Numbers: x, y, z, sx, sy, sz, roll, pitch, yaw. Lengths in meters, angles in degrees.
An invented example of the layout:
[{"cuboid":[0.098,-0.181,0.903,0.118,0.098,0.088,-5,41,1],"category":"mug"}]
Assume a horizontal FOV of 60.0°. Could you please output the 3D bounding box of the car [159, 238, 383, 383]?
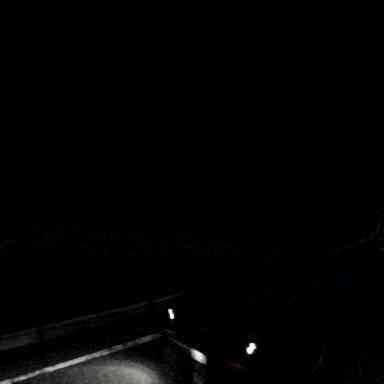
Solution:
[{"cuboid":[2.077,1.552,5.687,5.357,1.411,2.033,0,-1,-41],"category":"car"}]
